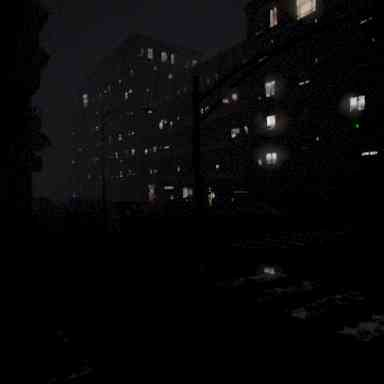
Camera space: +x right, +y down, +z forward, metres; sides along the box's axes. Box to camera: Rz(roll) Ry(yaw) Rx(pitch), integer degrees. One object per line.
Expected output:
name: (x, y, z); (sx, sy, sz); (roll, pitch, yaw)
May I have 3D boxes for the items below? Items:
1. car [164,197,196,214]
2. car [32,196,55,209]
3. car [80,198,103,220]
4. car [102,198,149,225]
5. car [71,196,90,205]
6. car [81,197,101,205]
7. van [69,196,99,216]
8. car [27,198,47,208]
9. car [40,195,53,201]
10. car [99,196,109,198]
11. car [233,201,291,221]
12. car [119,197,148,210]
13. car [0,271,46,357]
car: (-1.191, 1.302, 34.074); (1.967, 1.590, 4.097); (-2, 1, -36)
car: (-20.888, 1.550, 47.200); (1.967, 1.590, 4.097); (-2, 1, -36)
car: (-7.904, 1.575, 29.061); (1.752, 1.417, 4.829); (-2, 1, -36)
car: (-4.784, 1.475, 24.699); (1.967, 1.590, 4.097); (-2, 1, -36)
car: (-20.514, 1.506, 61.079); (2.008, 1.369, 4.403); (-2, 1, -36)
car: (-17.293, 1.504, 56.578); (1.947, 1.339, 4.313); (-2, 1, -36)
van: (-11.227, 1.406, 33.697); (1.690, 1.788, 3.998); (-2, 1, -36)
car: (-24.106, 1.692, 51.702); (1.947, 1.339, 4.313); (-2, 1, -36)
car: (-36.617, 1.588, 83.582); (1.887, 1.381, 4.507); (-2, 1, -36)
car: (-14.075, 1.362, 52.076); (1.967, 1.590, 4.097); (-2, 1, -36)
car: (5.153, 1.359, 25.213); (1.752, 1.417, 4.829); (-2, 1, -36)
car: (-7.631, 1.442, 43.076); (2.008, 1.369, 4.403); (-2, 1, -36)
car: (-4.031, 1.560, 3.698); (4.403, 1.369, 2.008); (-1, 0, -35)
